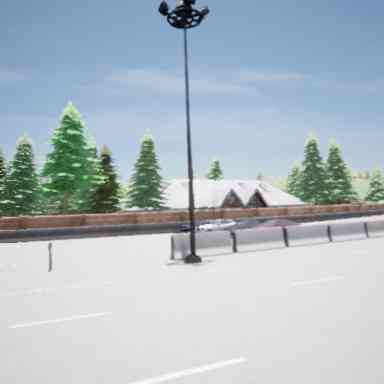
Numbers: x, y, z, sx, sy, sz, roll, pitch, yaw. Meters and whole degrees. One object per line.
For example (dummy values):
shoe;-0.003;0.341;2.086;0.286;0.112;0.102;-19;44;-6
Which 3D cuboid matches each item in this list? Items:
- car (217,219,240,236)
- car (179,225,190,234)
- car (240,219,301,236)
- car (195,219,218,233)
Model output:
car;4.695;3.080;28.364;4.181;1.385;1.994;0;-4;-28
car;1.106;3.603;34.319;4.718;1.301;1.895;0;-4;-27
car;6.323;2.798;25.273;4.674;1.442;1.812;0;-4;-28
car;2.578;3.288;31.192;4.674;1.442;1.812;0;-4;-28
